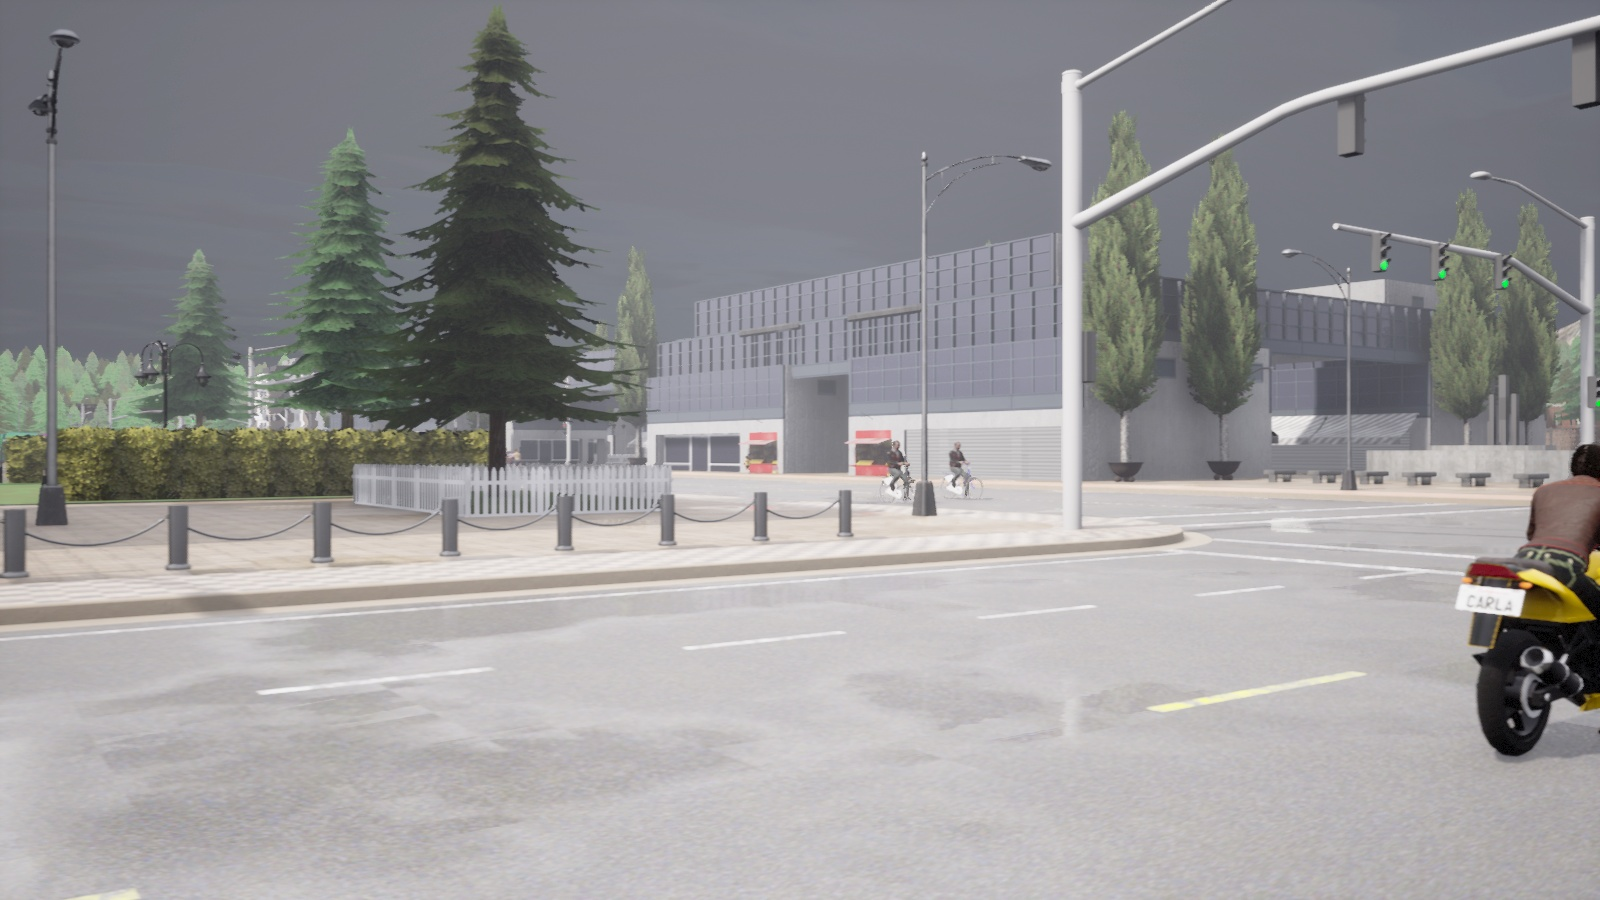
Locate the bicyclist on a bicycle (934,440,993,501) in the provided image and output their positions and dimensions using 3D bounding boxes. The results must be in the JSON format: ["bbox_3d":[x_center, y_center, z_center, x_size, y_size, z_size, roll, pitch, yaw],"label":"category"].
[{"bbox_3d":[4.867,0.612,37.466,0.659,1.776,1.843,0,0,-35],"label":"bicyclist on a bicycle"}]

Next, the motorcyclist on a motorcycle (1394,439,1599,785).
[{"bbox_3d":[3.996,0.711,6.441,2.044,1.523,0.797,0,0,-35],"label":"motorcyclist on a motorcycle"}]

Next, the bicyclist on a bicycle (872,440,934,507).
[{"bbox_3d":[2.796,0.620,34.316,0.659,1.776,1.843,0,0,-35],"label":"bicyclist on a bicycle"}]
